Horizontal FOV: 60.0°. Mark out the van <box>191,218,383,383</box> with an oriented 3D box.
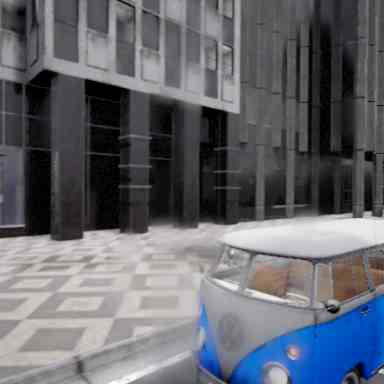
[{"bbox_3d":[1.842,1.309,4.356,3.998,1.788,1.690,0,1,-41],"label":"van"}]
